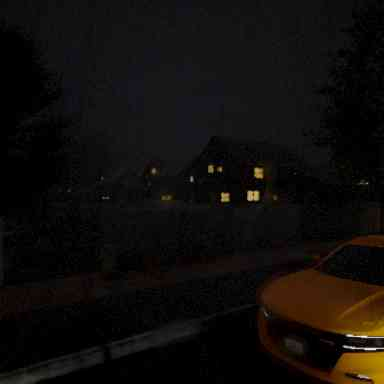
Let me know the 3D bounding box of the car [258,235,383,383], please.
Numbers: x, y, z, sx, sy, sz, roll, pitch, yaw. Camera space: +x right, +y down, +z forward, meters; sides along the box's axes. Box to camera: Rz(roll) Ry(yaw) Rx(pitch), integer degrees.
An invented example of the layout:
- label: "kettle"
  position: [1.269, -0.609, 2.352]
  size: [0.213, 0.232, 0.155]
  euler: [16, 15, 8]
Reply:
- label: "car"
  position: [3.190, 1.463, 5.227]
  size: [5.008, 1.535, 1.882]
  euler: [0, 0, -36]
